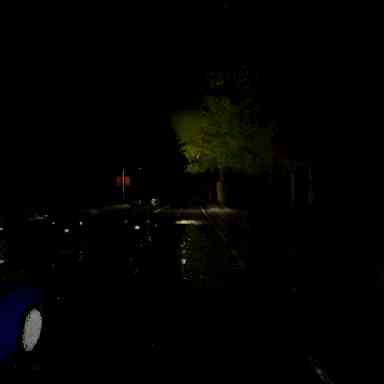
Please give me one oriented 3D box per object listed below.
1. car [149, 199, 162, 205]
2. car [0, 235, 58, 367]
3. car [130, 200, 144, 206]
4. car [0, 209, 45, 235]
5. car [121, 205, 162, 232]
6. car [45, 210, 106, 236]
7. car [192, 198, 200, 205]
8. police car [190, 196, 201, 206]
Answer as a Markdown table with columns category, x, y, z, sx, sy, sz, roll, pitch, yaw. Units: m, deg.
| category | x | y | z | sx | sy | sz | roll | pitch | yaw |
| --- | --- | --- | --- | --- | --- | --- | --- | --- | --- |
| car | -6.541 | 2.045 | 60.208 | 2.128 | 1.511 | 4.902 | 0 | -1 | 1 |
| car | -3.150 | 1.499 | 3.027 | 1.882 | 1.535 | 5.008 | 0 | 0 | 0 |
| car | -9.781 | 2.093 | 59.572 | 2.033 | 1.411 | 5.357 | 0 | -1 | 1 |
| car | -9.849 | 1.691 | 18.572 | 2.033 | 1.411 | 5.357 | 0 | 0 | 0 |
| car | -3.149 | 1.769 | 21.369 | 1.895 | 1.301 | 4.718 | 0 | -1 | 0 |
| car | -6.599 | 1.755 | 19.749 | 1.895 | 1.301 | 4.718 | 0 | 0 | 0 |
| car | 0.984 | 2.334 | 83.512 | 1.837 | 1.490 | 4.892 | 0 | -1 | 0 |
| police car | 0.983 | 2.132 | 73.623 | 1.930 | 1.638 | 5.238 | 0 | -1 | 0 |
